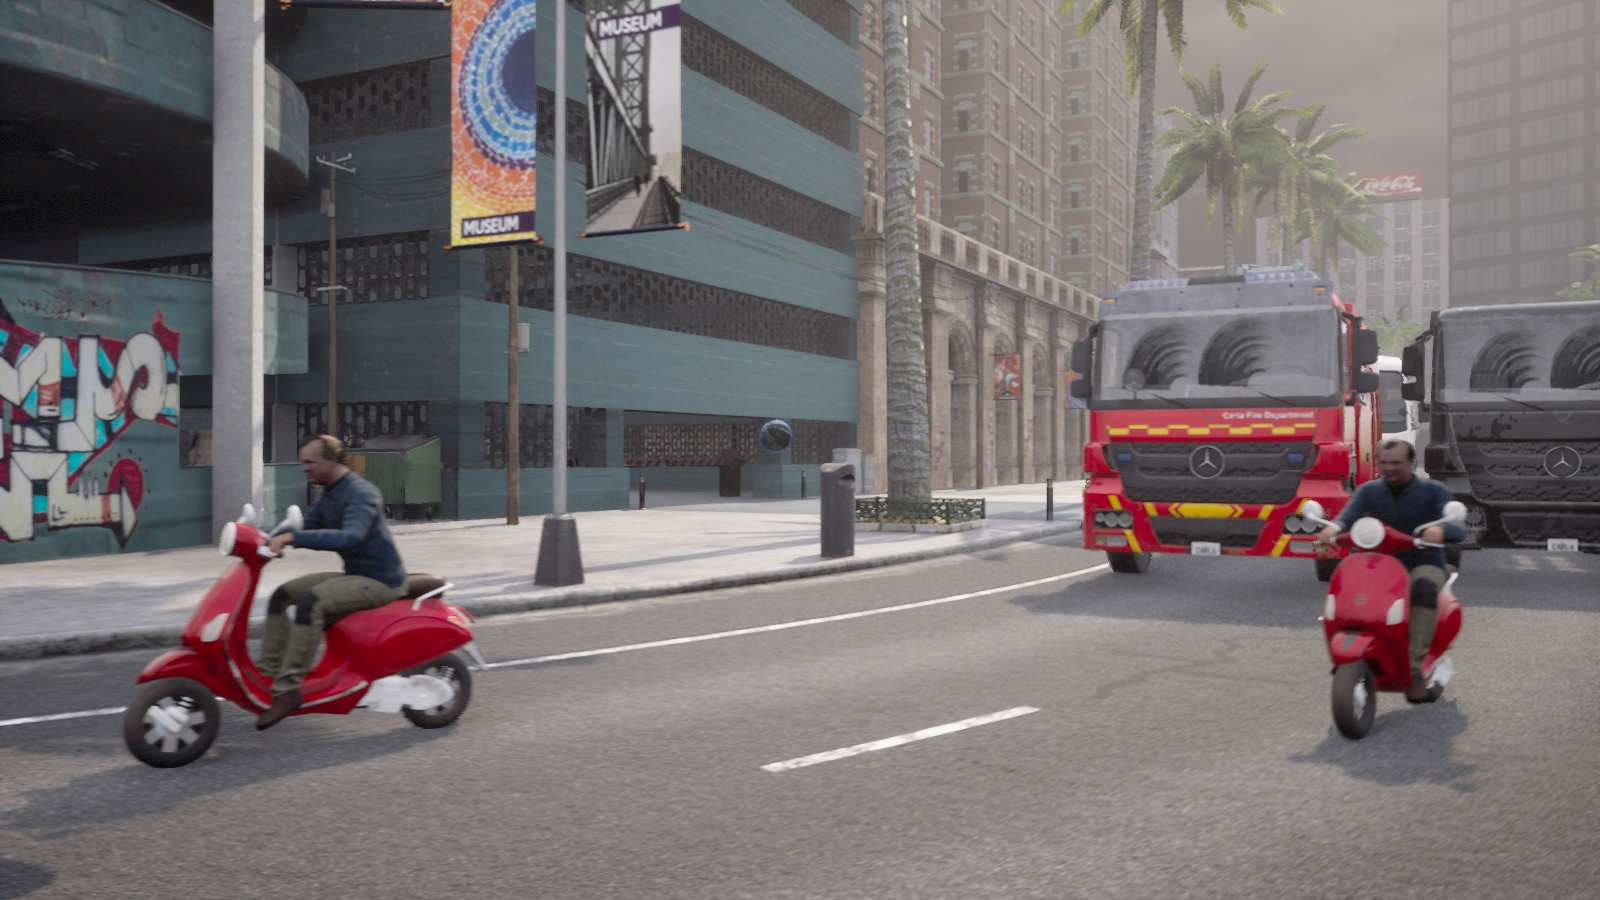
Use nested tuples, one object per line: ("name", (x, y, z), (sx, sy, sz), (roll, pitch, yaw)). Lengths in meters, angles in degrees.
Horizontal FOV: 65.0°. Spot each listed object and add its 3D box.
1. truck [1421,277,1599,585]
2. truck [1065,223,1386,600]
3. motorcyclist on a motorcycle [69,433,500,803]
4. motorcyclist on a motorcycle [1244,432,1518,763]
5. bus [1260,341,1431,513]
("truck", (10.491, -0.207, 17.795), (2.891, 3.462, 7.936), (0, 0, 27))
("truck", (6.217, -0.379, 17.183), (2.891, 3.827, 8.468), (0, 0, 28))
("motorcyclist on a motorcycle", (-2.548, 0.726, 6.313), (1.817, 1.590, 0.866), (0, -1, -40))
("motorcyclist on a motorcycle", (3.276, 0.713, 6.993), (0.866, 1.590, 1.817), (-1, -1, 42))
("bus", (16.110, -0.554, 36.509), (3.944, 4.253, 10.273), (0, 0, 27))
